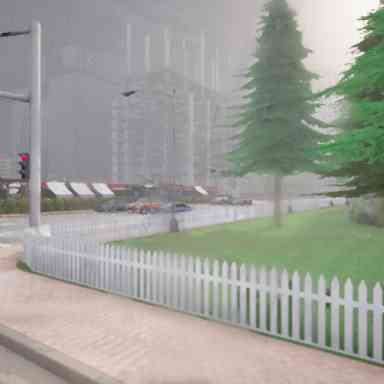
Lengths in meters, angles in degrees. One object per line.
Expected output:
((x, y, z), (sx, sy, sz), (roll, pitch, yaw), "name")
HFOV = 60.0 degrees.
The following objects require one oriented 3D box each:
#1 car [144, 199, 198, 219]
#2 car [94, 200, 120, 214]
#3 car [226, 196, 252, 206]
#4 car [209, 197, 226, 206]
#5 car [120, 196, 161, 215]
((-1.256, 1.489, 25.924), (1.812, 1.442, 4.674), (0, 0, 34), "car")
((-8.150, 1.503, 34.776), (1.994, 1.385, 4.181), (0, 0, 34), "car")
((7.743, 1.437, 51.875), (2.128, 1.511, 4.902), (0, 0, 34), "car")
((4.592, 1.462, 53.470), (1.812, 1.442, 4.674), (0, 0, 34), "car")
((-4.632, 1.299, 33.730), (2.097, 1.767, 4.553), (0, 0, 34), "car")
